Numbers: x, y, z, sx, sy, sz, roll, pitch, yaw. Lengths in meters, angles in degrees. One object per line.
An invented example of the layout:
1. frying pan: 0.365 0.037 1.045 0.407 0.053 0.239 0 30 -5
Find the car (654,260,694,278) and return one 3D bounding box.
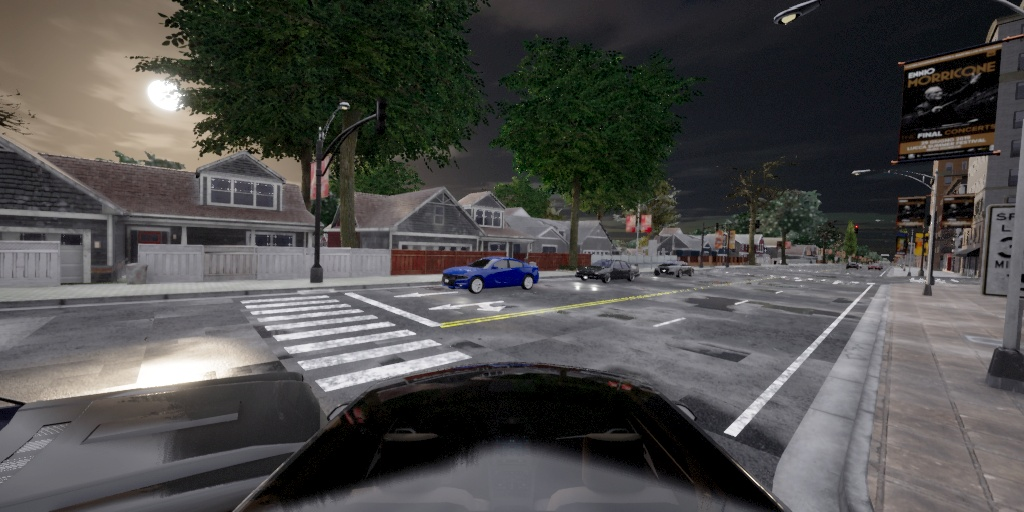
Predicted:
1. car: 13.698 1.027 30.232 4.181 1.385 1.994 1 2 -43

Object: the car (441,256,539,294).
1. car: -0.881 0.778 16.618 5.008 1.535 1.882 1 2 -43

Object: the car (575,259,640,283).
1. car: 6.393 0.927 23.424 5.357 1.411 2.033 1 2 -43

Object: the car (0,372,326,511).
1. car: -3.317 1.273 1.470 4.718 1.301 1.895 1 2 -33
